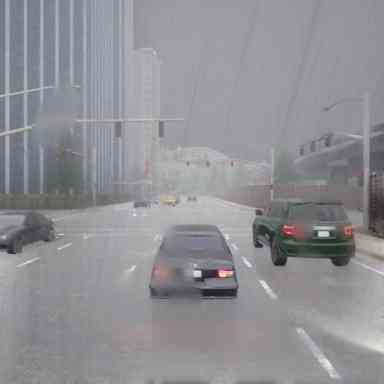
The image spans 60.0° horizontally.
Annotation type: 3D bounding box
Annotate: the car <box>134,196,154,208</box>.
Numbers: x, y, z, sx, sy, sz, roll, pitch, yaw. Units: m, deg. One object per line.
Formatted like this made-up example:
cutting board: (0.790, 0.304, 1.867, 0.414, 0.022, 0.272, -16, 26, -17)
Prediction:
car: (-7.086, 1.601, 47.568, 1.895, 1.301, 4.718, 0, 0, 0)

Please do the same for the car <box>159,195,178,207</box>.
car: (-3.580, 1.477, 52.092, 1.882, 1.535, 5.008, 0, 0, 0)

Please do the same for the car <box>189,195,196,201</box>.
car: (0.024, 1.500, 88.874, 1.837, 1.490, 4.892, 0, 0, 0)

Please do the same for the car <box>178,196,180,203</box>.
car: (-3.551, 1.477, 61.516, 1.882, 1.535, 5.008, 0, 0, 0)

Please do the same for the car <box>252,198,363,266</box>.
car: (3.574, 1.221, 11.645, 2.150, 2.045, 5.566, 0, 0, 1)

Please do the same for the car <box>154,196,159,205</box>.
car: (-7.065, 1.490, 59.626, 2.128, 1.511, 4.902, 0, 0, 0)

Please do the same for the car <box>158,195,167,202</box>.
car: (-6.978, 1.502, 79.904, 1.812, 1.442, 4.674, 0, 0, 0)

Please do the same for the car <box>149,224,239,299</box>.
car: (0.057, 1.547, 8.611, 2.033, 1.411, 5.357, 0, 0, 1)

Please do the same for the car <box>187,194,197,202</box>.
car: (0.021, 1.355, 78.630, 2.097, 1.767, 4.553, 0, 0, 0)

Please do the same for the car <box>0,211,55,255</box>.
car: (-7.096, 1.525, 13.356, 1.812, 1.442, 4.674, 0, 0, 0)

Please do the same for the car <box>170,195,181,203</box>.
car: (-3.481, 1.525, 71.673, 2.128, 1.511, 4.902, 0, 0, 0)
